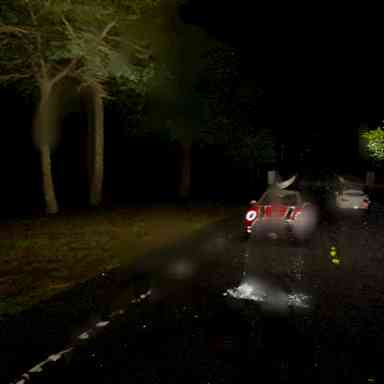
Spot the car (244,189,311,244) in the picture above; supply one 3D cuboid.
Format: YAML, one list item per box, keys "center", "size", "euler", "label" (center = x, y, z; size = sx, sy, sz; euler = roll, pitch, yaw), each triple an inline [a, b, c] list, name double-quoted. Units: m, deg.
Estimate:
- center: [3.391, 0.749, 12.683]
  size: [2.097, 1.767, 4.553]
  euler: [2, 2, 20]
  label: "car"

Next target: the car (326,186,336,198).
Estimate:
- center: [16.261, -0.009, 37.435]
  size: [1.994, 1.385, 4.181]
  euler: [2, 3, 20]
  label: "car"

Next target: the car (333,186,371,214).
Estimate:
- center: [10.627, 0.581, 22.045]
  size: [1.812, 1.442, 4.674]
  euler: [2, 3, 21]
  label: "car"
